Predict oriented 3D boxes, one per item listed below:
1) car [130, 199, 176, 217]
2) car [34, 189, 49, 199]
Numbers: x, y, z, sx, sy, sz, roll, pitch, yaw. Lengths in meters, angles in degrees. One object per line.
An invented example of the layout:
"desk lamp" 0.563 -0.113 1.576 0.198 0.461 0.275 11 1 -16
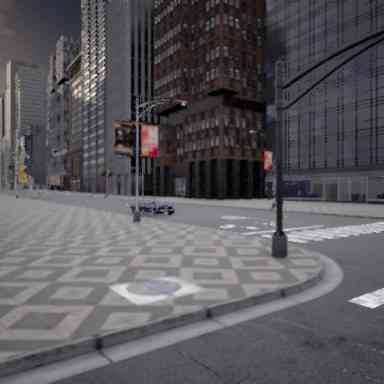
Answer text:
"car" -3.230 1.237 27.025 1.895 1.301 4.718 0 1 -35
"car" -28.488 0.649 62.935 1.895 1.301 4.718 0 1 -35
